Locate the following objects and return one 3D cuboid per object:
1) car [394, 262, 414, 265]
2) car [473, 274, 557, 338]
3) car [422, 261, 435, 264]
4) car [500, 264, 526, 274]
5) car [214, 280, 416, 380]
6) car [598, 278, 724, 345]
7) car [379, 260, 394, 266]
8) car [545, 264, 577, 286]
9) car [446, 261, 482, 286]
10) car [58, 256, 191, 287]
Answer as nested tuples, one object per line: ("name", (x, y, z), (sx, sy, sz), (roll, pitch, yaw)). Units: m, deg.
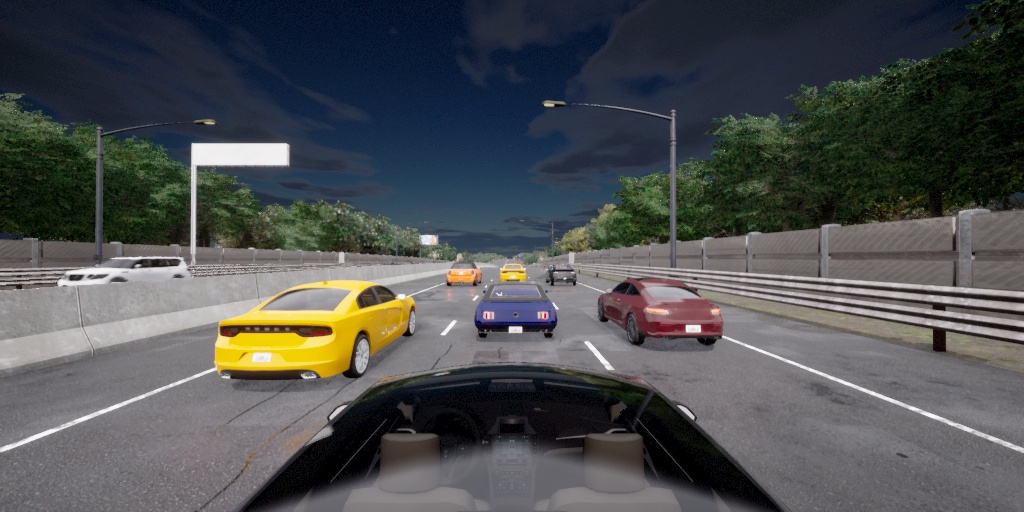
("car", (-17.576, 1.723, 60.076), (1.837, 1.490, 4.892), (0, -1, 0))
("car", (0.093, 1.364, 10.205), (1.895, 1.301, 4.718), (0, 0, 0))
("car", (-14.070, 1.573, 60.680), (2.097, 1.767, 4.553), (0, -1, 0))
("car", (0.072, 1.356, 27.937), (1.882, 1.535, 5.008), (0, -1, 0))
("car", (-3.406, 1.234, 7.358), (1.882, 1.535, 5.008), (0, 0, 0))
("car", (3.592, 1.287, 9.411), (1.812, 1.442, 4.674), (0, 0, 0))
("car", (-21.066, 1.435, 61.127), (1.994, 1.385, 4.181), (0, -1, 0))
("car", (3.578, 1.359, 26.721), (2.128, 1.511, 4.902), (0, -1, 0))
("car", (-3.430, 1.217, 26.407), (2.097, 1.767, 4.553), (0, -1, 1))
("car", (-21.119, 1.033, 20.018), (2.150, 2.045, 5.566), (0, 0, 0))
